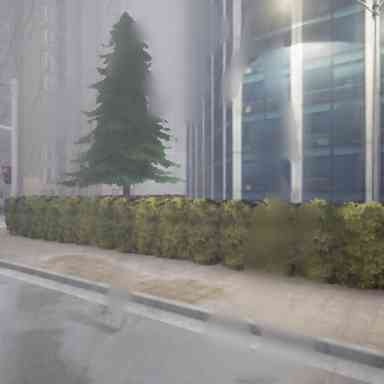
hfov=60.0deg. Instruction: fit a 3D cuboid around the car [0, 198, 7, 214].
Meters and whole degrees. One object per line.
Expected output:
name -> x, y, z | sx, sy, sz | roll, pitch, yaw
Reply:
car -> -18.870, 1.352, 32.071 | 2.097, 1.767, 4.553 | 0, 0, 36
